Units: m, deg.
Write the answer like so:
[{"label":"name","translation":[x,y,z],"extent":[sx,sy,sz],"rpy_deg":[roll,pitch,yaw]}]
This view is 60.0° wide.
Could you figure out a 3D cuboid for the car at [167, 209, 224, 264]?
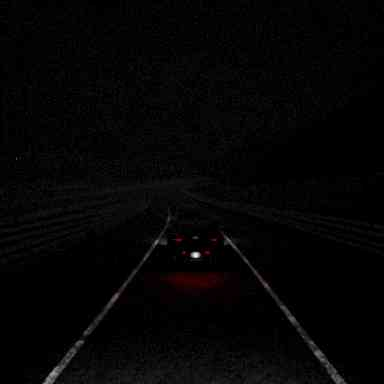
[{"label":"car","translation":[0.114,1.607,12.243],"extent":[1.837,1.490,4.892],"rpy_deg":[0,0,0]}]

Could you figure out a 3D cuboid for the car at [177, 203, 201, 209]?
[{"label":"car","translation":[-0.244,1.708,28.499],"extent":[1.882,1.535,5.008],"rpy_deg":[0,0,-2]}]
